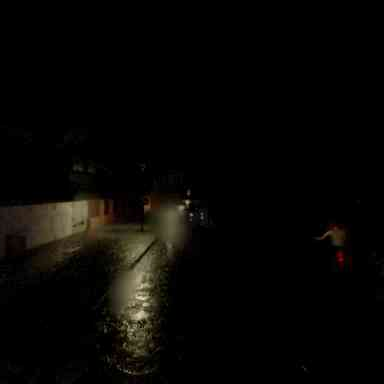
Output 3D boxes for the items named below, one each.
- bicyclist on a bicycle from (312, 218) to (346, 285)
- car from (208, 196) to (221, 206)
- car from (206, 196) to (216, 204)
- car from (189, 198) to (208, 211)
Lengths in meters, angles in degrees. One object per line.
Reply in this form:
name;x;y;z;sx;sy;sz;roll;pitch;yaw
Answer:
bicyclist on a bicycle;3.654;1.488;8.671;0.866;1.612;1.509;1;0;1
car;3.853;1.637;55.766;1.812;1.442;4.674;1;0;1
car;4.053;1.664;71.743;2.128;1.511;4.902;1;0;1
car;0.638;1.650;41.148;1.895;1.301;4.718;1;0;1
